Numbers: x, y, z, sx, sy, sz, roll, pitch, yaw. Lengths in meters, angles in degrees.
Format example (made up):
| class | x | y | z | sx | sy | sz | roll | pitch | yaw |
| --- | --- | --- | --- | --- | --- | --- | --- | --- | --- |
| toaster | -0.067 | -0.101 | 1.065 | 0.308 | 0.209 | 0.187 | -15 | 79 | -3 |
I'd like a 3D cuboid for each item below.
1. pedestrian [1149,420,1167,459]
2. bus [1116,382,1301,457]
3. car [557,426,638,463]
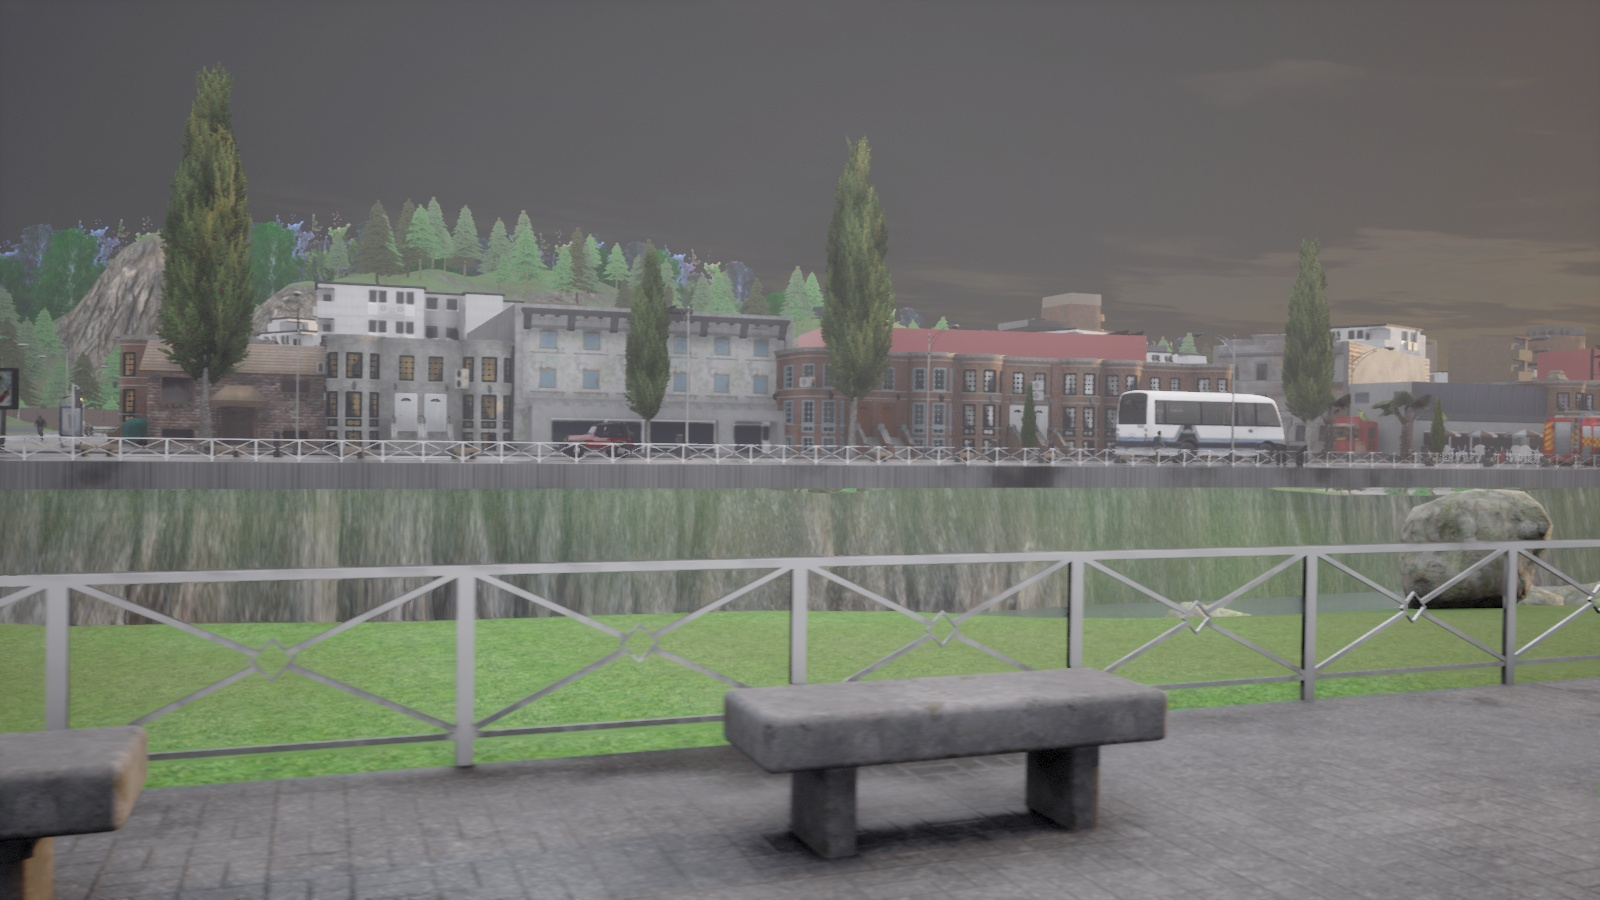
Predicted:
| class | x | y | z | sx | sy | sz | roll | pitch | yaw |
| --- | --- | --- | --- | --- | --- | --- | --- | --- | --- |
| pedestrian | 18.032 | -0.508 | 63.224 | 0.788 | 1.949 | 0.423 | -1 | 1 | -23 |
| bus | 24.295 | -1.796 | 74.665 | 10.273 | 4.253 | 3.944 | -1 | 1 | -21 |
| car | -10.610 | -0.287 | 65.688 | 3.866 | 1.878 | 1.905 | -1 | 1 | -21 |
